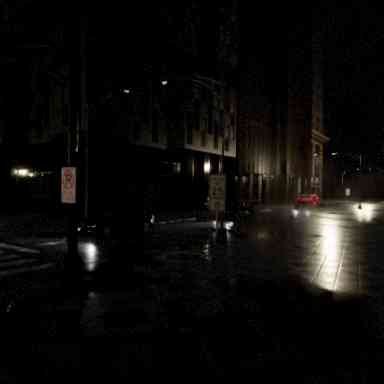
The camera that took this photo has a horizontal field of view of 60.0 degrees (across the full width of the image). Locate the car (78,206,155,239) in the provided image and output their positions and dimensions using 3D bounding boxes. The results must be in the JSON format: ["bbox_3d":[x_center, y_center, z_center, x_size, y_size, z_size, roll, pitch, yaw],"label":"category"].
[{"bbox_3d":[-4.039,1.540,17.852,1.837,1.490,4.892,1,0,34],"label":"car"}]

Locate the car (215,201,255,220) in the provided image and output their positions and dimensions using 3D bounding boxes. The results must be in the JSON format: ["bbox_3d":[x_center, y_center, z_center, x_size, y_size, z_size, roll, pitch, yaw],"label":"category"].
[{"bbox_3d":[3.769,1.572,28.884,2.128,1.511,4.902,1,0,35],"label":"car"}]

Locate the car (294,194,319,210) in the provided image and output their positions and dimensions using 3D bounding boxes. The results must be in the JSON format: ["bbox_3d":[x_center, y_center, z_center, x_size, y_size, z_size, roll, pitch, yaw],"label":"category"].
[{"bbox_3d":[15.894,1.358,45.871,2.150,2.045,5.566,1,0,35],"label":"car"}]
